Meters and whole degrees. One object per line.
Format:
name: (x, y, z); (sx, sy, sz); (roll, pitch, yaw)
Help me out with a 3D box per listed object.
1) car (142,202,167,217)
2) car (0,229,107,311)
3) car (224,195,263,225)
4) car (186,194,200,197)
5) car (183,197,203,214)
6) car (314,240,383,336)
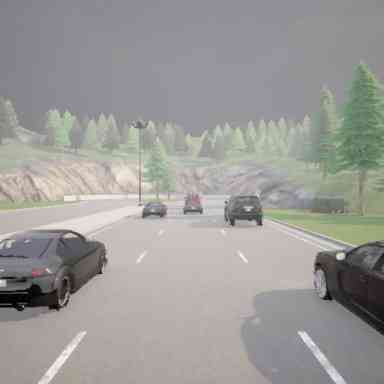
car: (-3.393, 1.564, 30.835); (1.994, 1.385, 4.181); (0, 0, 0)
car: (-3.399, 1.564, 7.832); (1.994, 1.385, 4.181); (0, 0, 0)
car: (3.605, 1.223, 23.980); (2.150, 2.045, 5.566); (0, 0, 0)
car: (0.102, 1.221, 44.613); (2.150, 2.045, 5.566); (0, 0, 0)
car: (0.106, 1.564, 35.197); (1.994, 1.385, 4.181); (0, 0, 0)
car: (3.600, 1.477, 5.312); (1.882, 1.535, 5.008); (0, 0, 0)
